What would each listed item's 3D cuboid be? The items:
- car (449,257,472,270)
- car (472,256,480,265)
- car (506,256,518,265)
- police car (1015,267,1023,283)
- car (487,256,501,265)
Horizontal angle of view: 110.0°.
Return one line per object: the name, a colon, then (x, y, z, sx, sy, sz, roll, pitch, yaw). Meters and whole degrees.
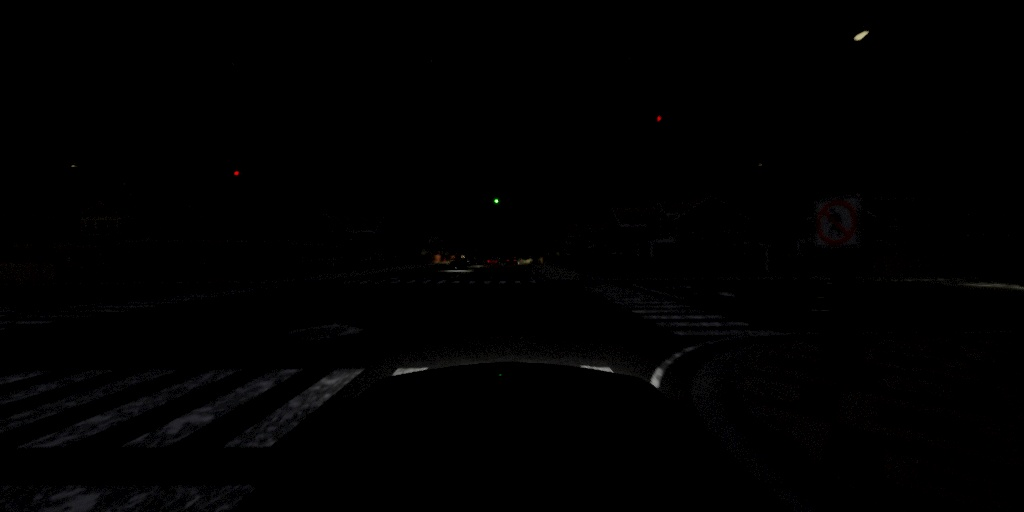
car: (-6.611, 0.983, 44.907, 2.033, 1.411, 5.357, 0, 0, 0)
car: (-6.578, 0.813, 62.302, 1.882, 1.535, 5.008, 0, 0, 0)
car: (-0.058, 0.859, 62.233, 1.812, 1.442, 4.674, 0, 0, 0)
police car: (31.433, 0.780, 20.094, 5.238, 1.638, 1.930, 0, 1, 0)
car: (-3.308, 0.935, 62.258, 1.895, 1.301, 4.718, 0, 0, 0)
